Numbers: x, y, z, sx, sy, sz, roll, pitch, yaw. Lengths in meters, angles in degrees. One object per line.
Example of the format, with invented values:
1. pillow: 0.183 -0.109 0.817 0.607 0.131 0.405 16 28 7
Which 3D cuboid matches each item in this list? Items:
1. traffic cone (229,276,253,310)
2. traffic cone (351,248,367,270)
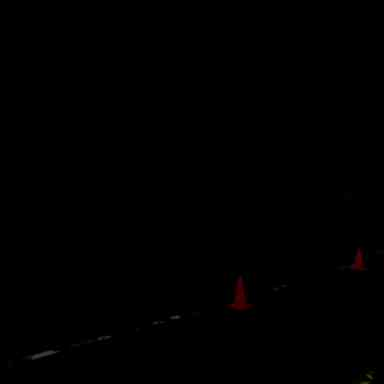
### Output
1. traffic cone: 0.949 1.935 6.487 0.340 0.580 0.340 0 0 -38
2. traffic cone: 4.787 1.904 9.549 0.340 0.580 0.340 0 0 -40
